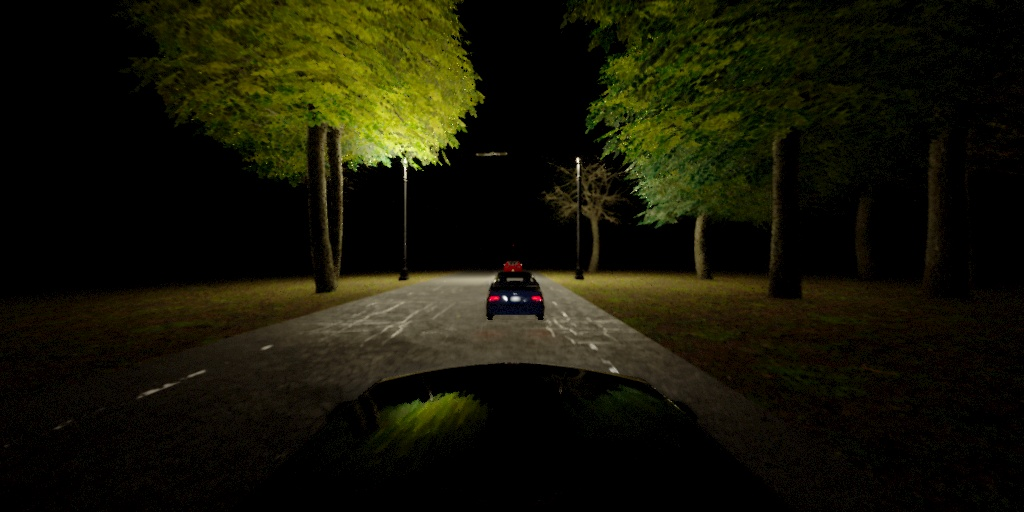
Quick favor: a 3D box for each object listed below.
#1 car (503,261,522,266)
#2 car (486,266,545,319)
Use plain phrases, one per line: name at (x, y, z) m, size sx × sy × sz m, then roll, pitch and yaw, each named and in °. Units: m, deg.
car at (0.093, 1.276, 38.443) m, size 1.882 × 1.535 × 5.008 m, roll 0°, pitch 0°, yaw 0°
car at (0.098, 1.248, 12.570) m, size 2.033 × 1.411 × 5.357 m, roll 0°, pitch 0°, yaw 0°
